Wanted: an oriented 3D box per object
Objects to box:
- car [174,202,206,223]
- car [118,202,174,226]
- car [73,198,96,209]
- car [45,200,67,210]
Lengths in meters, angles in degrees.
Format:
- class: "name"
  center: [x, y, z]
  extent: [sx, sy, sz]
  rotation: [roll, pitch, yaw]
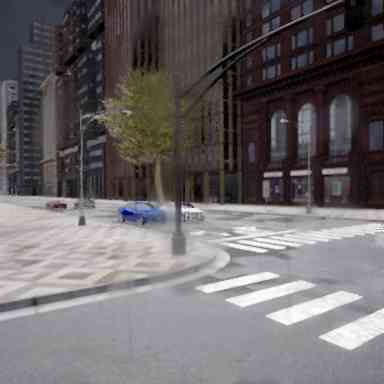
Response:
- class: "car"
  center: [-0.860, 1.466, 25.383]
  extent: [1.812, 1.442, 4.674]
  rotation: [-1, 0, -36]
- class: "car"
  center: [-3.579, 1.463, 23.596]
  extent: [1.882, 1.535, 5.008]
  rotation: [-1, 0, -36]
- class: "car"
  center: [-14.312, 1.513, 44.187]
  extent: [1.837, 1.490, 4.892]
  rotation: [-1, 0, -35]
- class: "car"
  center: [-17.724, 1.655, 43.382]
  extent: [1.895, 1.301, 4.718]
  rotation: [-1, 0, -35]
